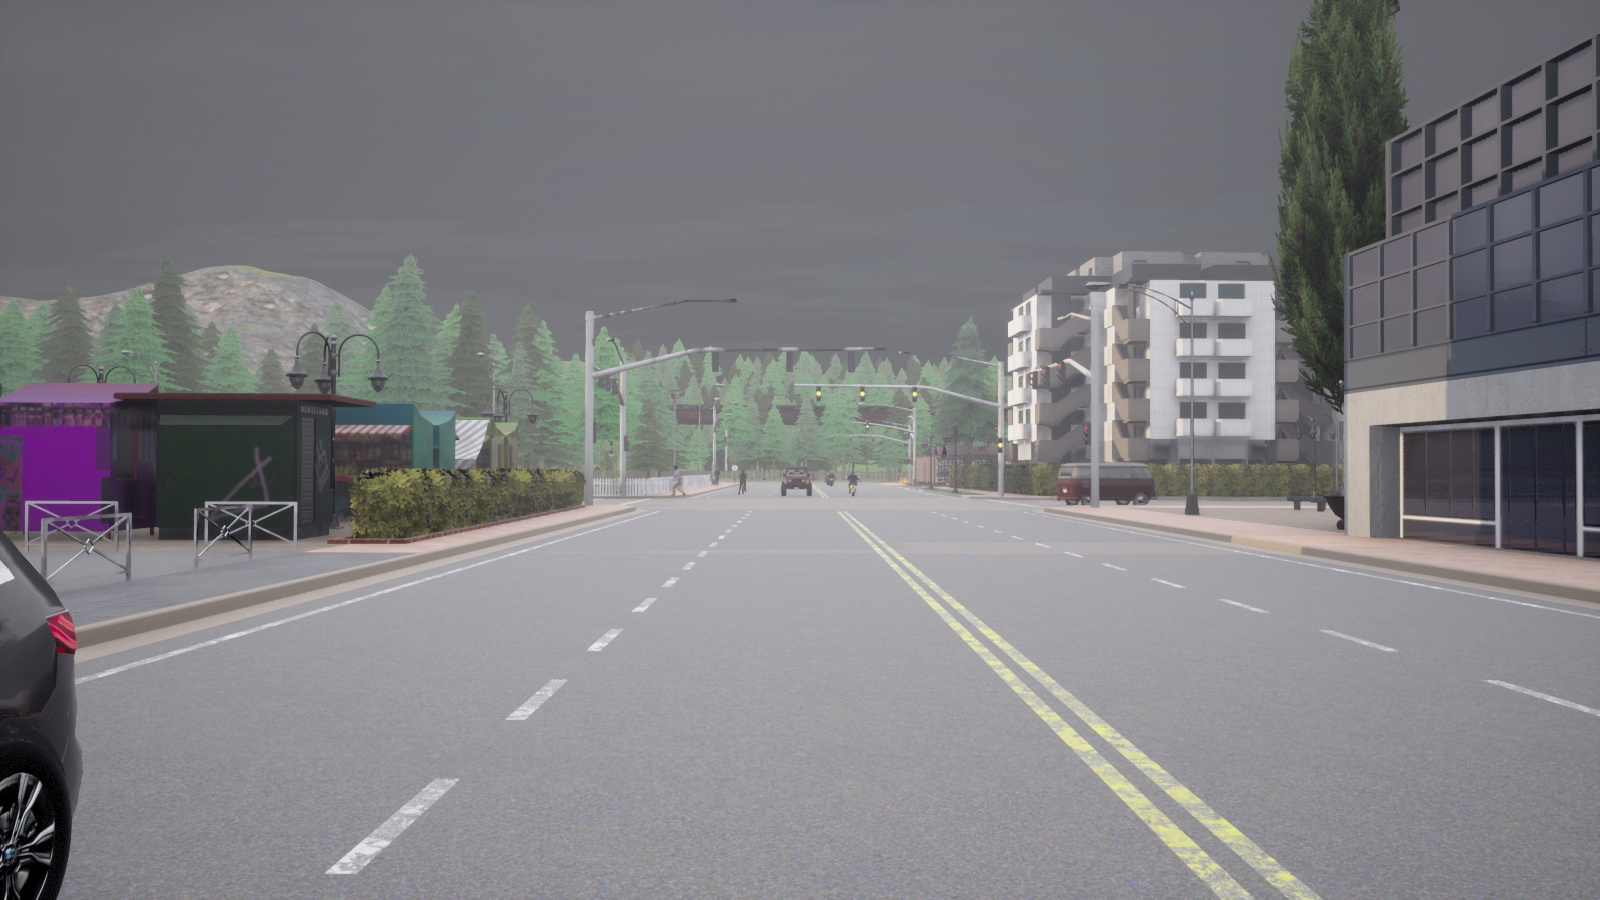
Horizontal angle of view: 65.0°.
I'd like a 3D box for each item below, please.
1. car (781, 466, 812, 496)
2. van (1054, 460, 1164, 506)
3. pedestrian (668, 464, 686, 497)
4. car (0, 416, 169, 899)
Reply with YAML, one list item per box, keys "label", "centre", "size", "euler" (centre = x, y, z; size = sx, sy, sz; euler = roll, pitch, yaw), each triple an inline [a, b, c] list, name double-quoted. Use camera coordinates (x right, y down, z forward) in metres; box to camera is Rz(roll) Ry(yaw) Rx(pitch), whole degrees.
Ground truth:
- label: "car"
  centre: [-0.200, 1.930, 78.718]
  size: [1.905, 1.878, 3.866]
  euler: [0, -1, 0]
- label: "van"
  centre: [13.733, 1.448, 55.846]
  size: [4.442, 1.987, 1.775]
  euler: [0, -1, -15]
- label: "pedestrian"
  centre: [-6.965, 1.749, 71.133]
  size: [0.900, 1.855, 0.874]
  euler: [0, -1, 5]
- label: "car"
  centre: [-3.507, 0.714, 2.453]
  size: [2.242, 1.667, 4.611]
  euler: [0, -1, 0]
